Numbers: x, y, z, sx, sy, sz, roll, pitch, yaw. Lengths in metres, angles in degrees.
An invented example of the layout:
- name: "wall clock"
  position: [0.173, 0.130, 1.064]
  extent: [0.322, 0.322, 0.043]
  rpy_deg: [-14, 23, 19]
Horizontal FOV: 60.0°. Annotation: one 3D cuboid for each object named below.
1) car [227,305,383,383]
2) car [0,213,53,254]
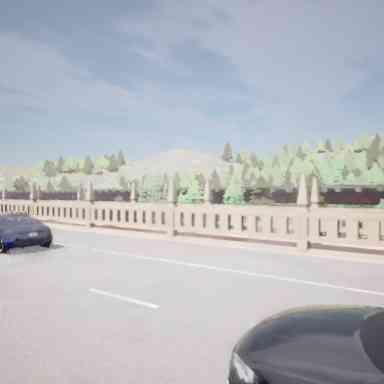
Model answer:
- name: "car"
  position: [2.548, 1.489, 2.146]
  extent: [4.902, 1.511, 2.128]
  rpy_deg: [0, 0, 36]
- name: "car"
  position: [-7.628, 1.577, 13.733]
  extent: [4.181, 1.385, 1.994]
  rpy_deg: [0, 0, 36]
